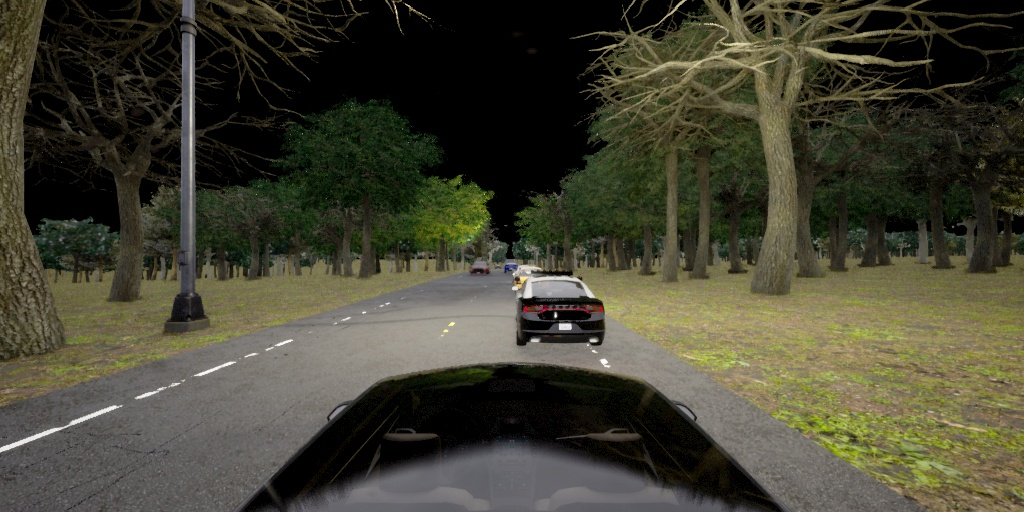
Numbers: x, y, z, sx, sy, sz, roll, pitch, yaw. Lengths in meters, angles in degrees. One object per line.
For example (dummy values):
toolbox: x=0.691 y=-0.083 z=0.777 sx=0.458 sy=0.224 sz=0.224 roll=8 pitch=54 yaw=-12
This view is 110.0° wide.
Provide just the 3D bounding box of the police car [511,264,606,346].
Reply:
police car: x=1.036 y=1.185 z=9.588 sx=1.930 sy=1.638 sz=5.238 roll=0 pitch=0 yaw=0

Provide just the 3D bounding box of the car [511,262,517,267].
car: x=1.016 y=1.255 z=19.670 sx=1.801 sy=1.575 sz=5.366 roll=0 pitch=0 yaw=0

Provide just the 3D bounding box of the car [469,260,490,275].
car: x=-3.677 y=1.285 z=41.192 sx=2.097 sy=1.767 sz=4.553 roll=0 pitch=0 yaw=0

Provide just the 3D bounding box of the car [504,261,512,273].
car: x=-0.064 y=1.508 z=48.904 sx=1.882 sy=1.535 sz=5.008 roll=0 pitch=-1 yaw=0
